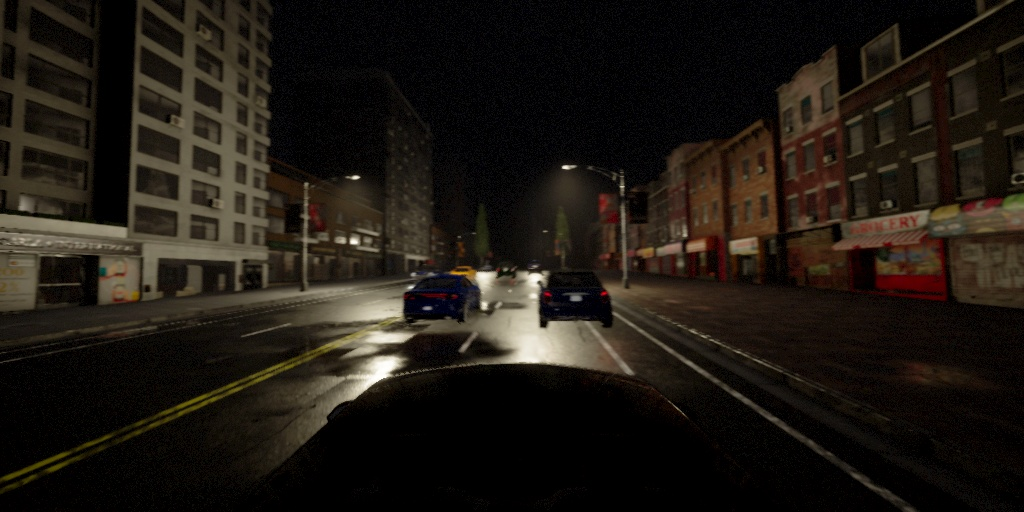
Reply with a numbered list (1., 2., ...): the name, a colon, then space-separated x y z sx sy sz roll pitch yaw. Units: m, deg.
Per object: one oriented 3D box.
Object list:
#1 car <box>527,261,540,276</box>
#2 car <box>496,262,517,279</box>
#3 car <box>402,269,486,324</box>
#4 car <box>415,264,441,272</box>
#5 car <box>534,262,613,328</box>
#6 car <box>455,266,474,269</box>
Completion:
1. car: 3.056 1.765 46.819 2.128 1.511 4.902 -1 -1 4
2. car: -0.575 1.600 40.838 2.097 1.767 4.553 -1 -1 4
3. car: -2.336 1.416 13.023 1.882 1.535 5.008 -1 -1 4
4. car: -7.764 1.635 33.267 2.097 1.767 4.553 -1 -1 4
5. car: 1.886 1.200 11.920 2.097 1.767 4.553 -1 -1 4
6. car: -4.497 1.704 33.424 1.882 1.535 5.008 -1 -1 4
